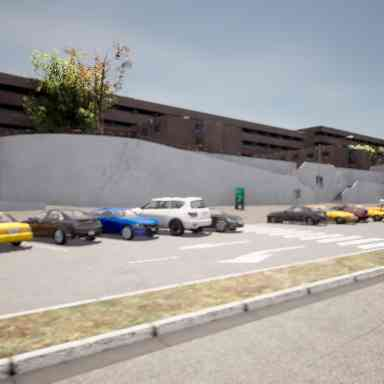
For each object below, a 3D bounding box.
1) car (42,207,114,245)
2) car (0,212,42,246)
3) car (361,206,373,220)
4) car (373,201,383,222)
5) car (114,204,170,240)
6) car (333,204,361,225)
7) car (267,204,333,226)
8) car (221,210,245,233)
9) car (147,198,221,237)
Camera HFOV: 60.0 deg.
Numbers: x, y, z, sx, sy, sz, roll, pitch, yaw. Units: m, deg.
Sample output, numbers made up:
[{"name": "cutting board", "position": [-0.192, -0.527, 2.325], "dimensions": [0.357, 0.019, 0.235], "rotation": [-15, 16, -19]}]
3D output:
[{"name": "car", "position": [-6.343, 1.539, 15.795], "dimensions": [4.892, 1.521, 2.231], "rotation": [-1, -1, 35]}, {"name": "car", "position": [-8.930, 1.503, 14.173], "dimensions": [5.366, 1.575, 1.946], "rotation": [-1, -1, 35]}, {"name": "car", "position": [13.056, 1.911, 29.655], "dimensions": [4.792, 1.488, 2.163], "rotation": [-1, -1, 35]}, {"name": "car", "position": [15.665, 1.929, 31.269], "dimensions": [5.366, 1.575, 1.946], "rotation": [-1, -2, 35]}, {"name": "car", "position": [-3.919, 1.572, 17.537], "dimensions": [5.008, 1.535, 2.097], "rotation": [-1, -2, 35]}, {"name": "car", "position": [10.807, 1.825, 27.808], "dimensions": [5.366, 1.575, 1.946], "rotation": [-1, -2, 35]}, {"name": "car", "position": [8.226, 1.821, 26.177], "dimensions": [4.674, 1.452, 2.002], "rotation": [-1, -1, 35]}, {"name": "car", "position": [0.937, 1.650, 21.001], "dimensions": [4.892, 1.521, 2.231], "rotation": [-1, -2, 34]}, {"name": "car", "position": [-1.516, 1.358, 19.278], "dimensions": [5.566, 2.045, 2.435], "rotation": [-1, -1, 35]}]
